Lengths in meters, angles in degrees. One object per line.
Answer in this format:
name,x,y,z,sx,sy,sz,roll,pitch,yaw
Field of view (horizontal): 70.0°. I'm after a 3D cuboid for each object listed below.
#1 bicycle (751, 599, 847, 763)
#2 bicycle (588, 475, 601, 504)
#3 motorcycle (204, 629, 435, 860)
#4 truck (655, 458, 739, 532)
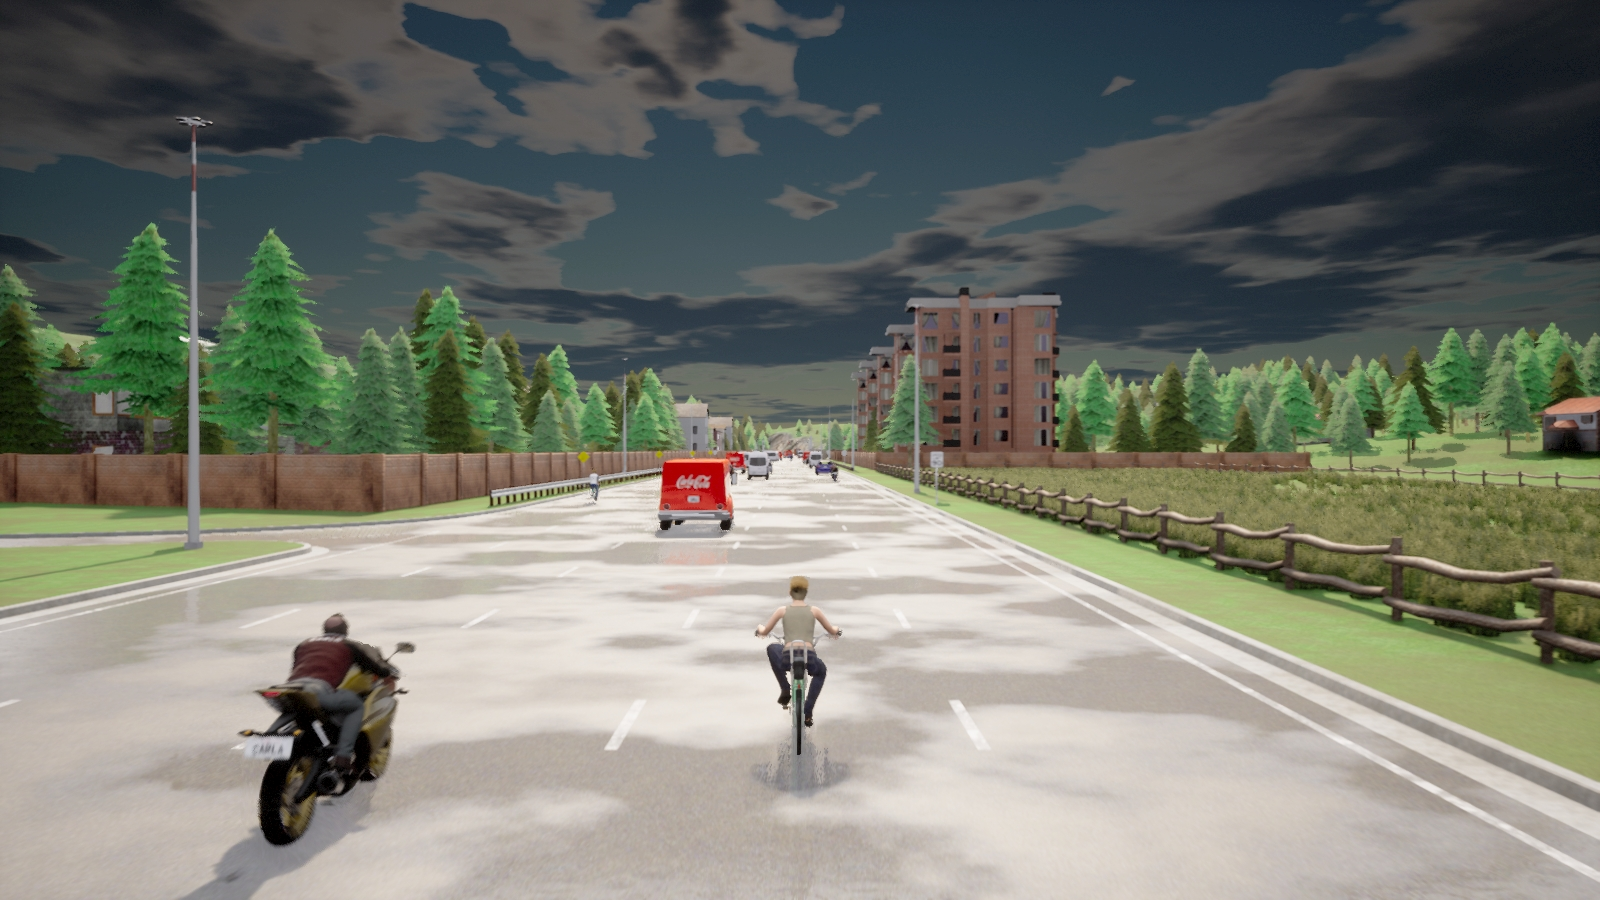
bicycle,-0.014,2.158,10.939,0.859,1.276,1.487,0,0,-1
bicycle,-10.711,2.055,59.648,0.373,1.496,1.643,0,0,0
motorcycle,-3.662,2.205,8.977,0.867,1.251,2.209,0,0,1
truck,-3.651,1.569,41.576,2.627,2.467,5.204,0,0,0
